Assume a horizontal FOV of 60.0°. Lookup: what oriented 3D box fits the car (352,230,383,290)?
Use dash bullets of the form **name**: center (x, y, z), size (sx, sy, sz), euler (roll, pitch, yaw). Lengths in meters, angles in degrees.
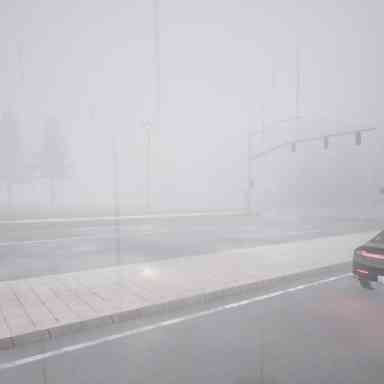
- **car**: center (5.717, 1.492, 7.848), size (4.902, 1.511, 2.128), euler (0, 0, -36)
